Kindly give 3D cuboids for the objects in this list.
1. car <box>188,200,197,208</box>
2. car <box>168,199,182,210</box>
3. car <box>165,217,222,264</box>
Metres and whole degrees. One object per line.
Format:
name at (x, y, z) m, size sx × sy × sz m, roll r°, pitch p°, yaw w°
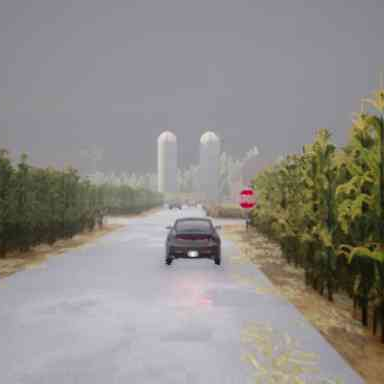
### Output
car at (0.107, 2.496, 69.806) m, size 1.882 × 1.535 × 5.008 m, roll 0°, pitch -1°, yaw 0°
car at (-3.040, 2.231, 60.873) m, size 2.150 × 2.045 × 5.566 m, roll 0°, pitch -1°, yaw 1°
car at (0.057, 1.689, 12.491) m, size 1.837 × 1.490 × 4.892 m, roll 0°, pitch -1°, yaw 1°
